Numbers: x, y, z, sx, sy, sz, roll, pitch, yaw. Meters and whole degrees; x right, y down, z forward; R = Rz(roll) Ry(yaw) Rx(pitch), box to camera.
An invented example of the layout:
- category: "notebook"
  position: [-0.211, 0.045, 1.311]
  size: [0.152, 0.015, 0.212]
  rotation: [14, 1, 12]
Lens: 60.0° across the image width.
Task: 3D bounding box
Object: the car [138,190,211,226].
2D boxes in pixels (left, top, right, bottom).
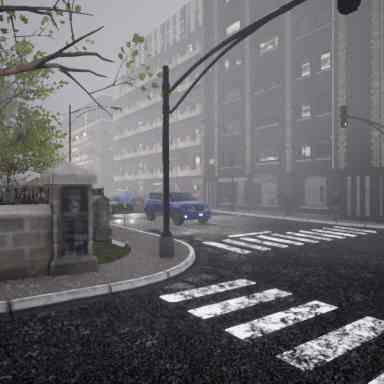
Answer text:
- category: "car"
  position: [-1.102, 0.926, 21.654]
  size: [2.150, 2.045, 5.566]
  rotation: [0, 1, -36]

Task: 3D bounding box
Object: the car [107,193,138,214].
- category: "car"
  position: [-6.759, 1.098, 29.384]
  size: [1.994, 1.385, 4.181]
  rotation: [0, 1, -36]

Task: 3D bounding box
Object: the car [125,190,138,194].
- category: "car"
  position: [-5.036, 0.727, 36.855]
  size: [2.192, 1.841, 5.009]
  rotation: [1, 1, -36]

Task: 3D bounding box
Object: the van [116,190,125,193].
- category: "van"
  position: [-8.299, 0.655, 41.312]
  size: [1.690, 1.788, 3.998]
  rotation: [1, 1, -36]

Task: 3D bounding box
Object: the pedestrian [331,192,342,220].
- category: "pedestrian"
  position: [9.495, 0.901, 21.964]
  size: [0.375, 1.860, 0.375]
  rotation: [1, -1, -36]

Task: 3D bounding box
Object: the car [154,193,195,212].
- category: "car"
  position: [-1.776, 0.950, 32.401]
  size: [1.967, 1.590, 4.097]
  rotation: [1, 1, -36]
